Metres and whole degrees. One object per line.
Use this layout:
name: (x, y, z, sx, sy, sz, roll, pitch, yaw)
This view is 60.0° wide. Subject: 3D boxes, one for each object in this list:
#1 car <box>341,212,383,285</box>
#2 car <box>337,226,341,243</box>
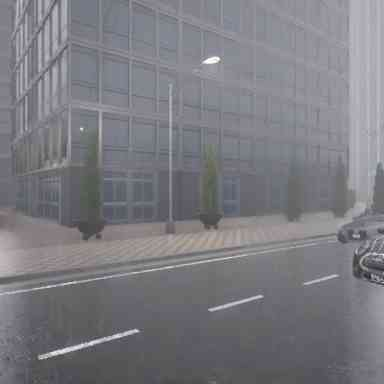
car: (6.104, 1.354, 8.547, 4.553, 1.767, 2.097, 0, 0, -37)
car: (8.131, 1.564, 14.408, 4.181, 1.385, 1.994, 0, 0, -37)
